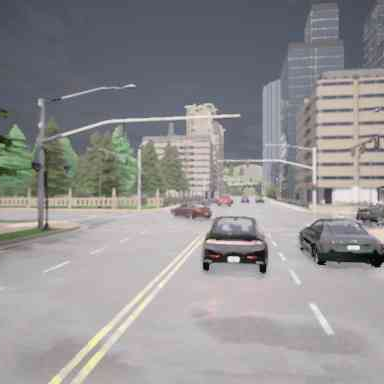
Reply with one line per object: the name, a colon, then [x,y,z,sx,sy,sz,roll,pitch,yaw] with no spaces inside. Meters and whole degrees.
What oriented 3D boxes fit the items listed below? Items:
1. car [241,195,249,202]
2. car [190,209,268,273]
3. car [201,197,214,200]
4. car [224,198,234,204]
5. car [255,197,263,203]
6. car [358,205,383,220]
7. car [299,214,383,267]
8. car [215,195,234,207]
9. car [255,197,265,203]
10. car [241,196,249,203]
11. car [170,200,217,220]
car: [14.028,1.801,87.678,2.097,1.767,4.553,0,0,9]
car: [1.421,1.544,10.914,2.128,1.511,4.902,0,-1,8]
car: [2.284,1.840,59.024,1.994,1.385,4.181,0,0,10]
car: [8.249,1.960,73.786,1.895,1.301,4.718,0,0,9]
car: [17.487,1.996,87.151,2.033,1.411,5.357,0,0,9]
car: [14.329,1.650,23.609,4.902,1.511,2.128,0,-1,-1]
car: [5.104,1.637,11.872,1.994,1.385,4.181,0,0,9]
car: [5.752,1.507,58.517,2.150,2.045,5.566,0,0,10]
car: [16.003,2.002,77.921,1.895,1.301,4.718,0,0,9]
car: [12.703,1.956,79.442,1.994,1.385,4.181,0,0,9]
car: [-0.133,1.660,29.602,1.812,1.442,4.674,1,-1,-35]
